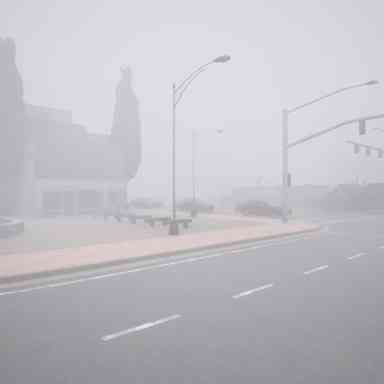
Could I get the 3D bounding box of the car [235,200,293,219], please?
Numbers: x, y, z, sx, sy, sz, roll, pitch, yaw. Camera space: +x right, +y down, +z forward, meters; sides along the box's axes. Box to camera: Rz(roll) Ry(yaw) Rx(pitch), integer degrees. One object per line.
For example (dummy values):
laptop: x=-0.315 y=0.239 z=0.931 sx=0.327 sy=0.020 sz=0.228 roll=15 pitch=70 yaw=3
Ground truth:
car: x=6.632 y=1.478 z=29.899 sx=1.882 sy=1.535 sz=5.008 roll=0 pitch=0 yaw=-40

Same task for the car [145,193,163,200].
car: x=-10.040 y=1.153 z=88.044 sx=4.605 sy=1.855 sz=1.932 roll=0 pitch=0 yaw=-42

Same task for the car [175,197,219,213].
car: x=0.384 y=1.601 z=37.273 sx=1.895 sy=1.301 sz=4.718 roll=0 pitch=0 yaw=-40

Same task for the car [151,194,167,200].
car: x=-6.235 y=1.478 z=50.524 sx=1.882 sy=1.535 sz=5.008 roll=0 pitch=0 yaw=-40

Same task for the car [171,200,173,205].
car: x=-1.693 y=1.564 z=56.275 sx=1.994 sy=1.385 sz=4.181 roll=0 pitch=0 yaw=-40

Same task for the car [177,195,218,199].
car: x=0.472 y=1.492 z=42.586 sx=2.128 sy=1.511 sz=4.902 roll=0 pitch=0 yaw=-40

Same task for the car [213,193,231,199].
car: x=6.859 y=1.395 z=69.063 sx=3.806 sy=1.475 sz=1.970 roll=0 pitch=0 yaw=-42

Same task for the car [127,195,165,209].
car: x=-6.382 y=1.548 z=45.258 sx=2.033 sy=1.411 sz=5.357 roll=0 pitch=0 yaw=-41

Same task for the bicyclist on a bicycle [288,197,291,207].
bicyclist on a bicycle: x=12.886 y=1.261 z=44.843 sx=1.656 sy=1.620 sz=0.582 roll=-7 pitch=4 yaw=-40

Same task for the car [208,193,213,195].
car: x=4.940 y=1.156 z=71.231 sx=3.866 sy=1.878 sz=1.905 roll=0 pitch=0 yaw=-42

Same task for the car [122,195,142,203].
car: x=-12.528 y=1.478 z=69.004 sx=1.882 sy=1.535 sz=5.008 roll=0 pitch=0 yaw=-40
